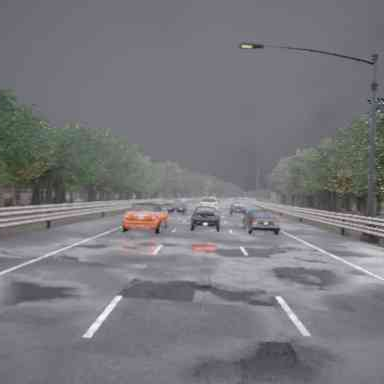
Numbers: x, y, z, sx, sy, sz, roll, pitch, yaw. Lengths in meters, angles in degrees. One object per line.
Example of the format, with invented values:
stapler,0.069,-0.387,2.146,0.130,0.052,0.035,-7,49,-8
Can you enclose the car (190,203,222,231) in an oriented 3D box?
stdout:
car,0.923,1.717,22.479,1.837,1.490,4.892,2,-1,3

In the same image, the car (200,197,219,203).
car,2.087,1.626,40.347,2.150,2.045,5.566,2,0,4

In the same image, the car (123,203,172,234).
car,-2.683,1.421,20.206,2.097,1.767,4.553,2,0,3

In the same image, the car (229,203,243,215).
car,5.672,2.063,41.517,1.812,1.442,4.674,2,-1,5

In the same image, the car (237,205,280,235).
car,4.362,1.873,21.541,2.033,1.411,5.357,2,0,3

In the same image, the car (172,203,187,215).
car,-1.609,1.857,38.121,1.895,1.301,4.718,2,0,4
